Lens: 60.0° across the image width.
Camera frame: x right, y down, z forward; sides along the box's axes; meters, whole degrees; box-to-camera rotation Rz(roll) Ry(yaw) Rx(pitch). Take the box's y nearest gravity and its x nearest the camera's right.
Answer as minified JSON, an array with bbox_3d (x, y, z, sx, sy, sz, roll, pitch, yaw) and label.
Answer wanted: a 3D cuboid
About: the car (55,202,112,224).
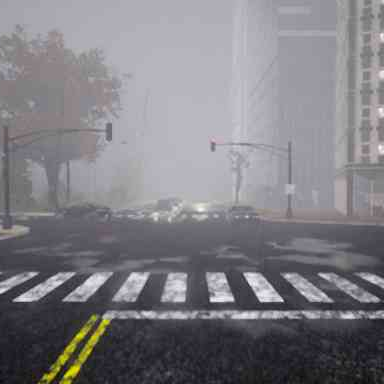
[{"bbox_3d":[-8.214,1.502,25.098,4.902,1.511,2.128,0,-1,31],"label":"car"}]

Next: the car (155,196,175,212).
[{"bbox_3d":[-3.316,1.564,39.619,1.882,1.535,5.008,0,0,-1],"label":"car"}]

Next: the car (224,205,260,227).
[{"bbox_3d":[3.381,1.592,23.108,2.033,1.411,5.357,0,0,0],"label":"car"}]

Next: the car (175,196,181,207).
[{"bbox_3d":[-3.274,1.607,54.267,1.882,1.535,5.008,0,0,0],"label":"car"}]
